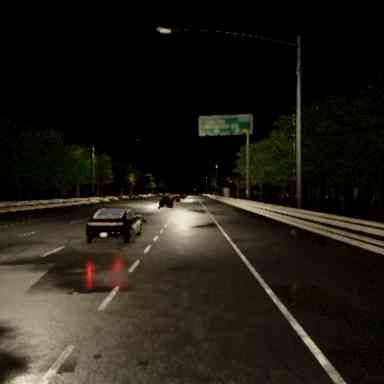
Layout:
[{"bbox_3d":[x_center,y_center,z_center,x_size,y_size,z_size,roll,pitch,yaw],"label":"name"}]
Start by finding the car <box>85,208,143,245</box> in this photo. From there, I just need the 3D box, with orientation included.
[{"bbox_3d":[-3.495,1.489,15.597,2.128,1.511,4.902,0,0,0],"label":"car"}]

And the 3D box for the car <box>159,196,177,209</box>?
[{"bbox_3d":[-3.433,1.483,45.314,1.837,1.490,4.892,0,0,0],"label":"car"}]

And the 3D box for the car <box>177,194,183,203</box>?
[{"bbox_3d":[-3.373,1.483,70.516,1.812,1.442,4.674,0,0,0],"label":"car"}]
